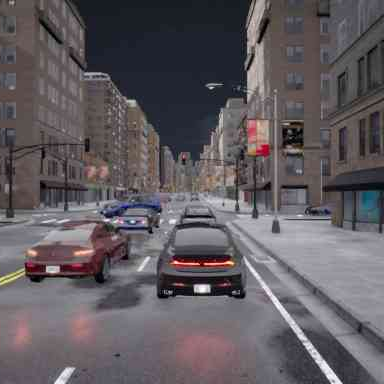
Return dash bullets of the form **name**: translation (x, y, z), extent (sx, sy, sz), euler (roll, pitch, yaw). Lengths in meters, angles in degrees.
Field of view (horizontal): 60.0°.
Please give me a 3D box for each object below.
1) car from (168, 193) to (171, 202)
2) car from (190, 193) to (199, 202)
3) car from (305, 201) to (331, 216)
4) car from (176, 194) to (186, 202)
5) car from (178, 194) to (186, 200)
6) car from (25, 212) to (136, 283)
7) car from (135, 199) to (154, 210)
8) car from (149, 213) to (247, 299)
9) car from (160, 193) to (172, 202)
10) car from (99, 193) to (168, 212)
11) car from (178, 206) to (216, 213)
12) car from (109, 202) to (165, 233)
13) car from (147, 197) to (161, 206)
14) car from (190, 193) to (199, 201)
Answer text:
- **car**: translation (-5.998, 1.183, 64.765), extent (2.150, 2.045, 5.566), euler (0, 0, 1)
- **car**: translation (0.637, 1.473, 75.392), extent (1.812, 1.442, 4.674), euler (0, 0, 0)
- **car**: translation (14.124, 1.634, 33.127), extent (5.357, 1.411, 2.033), euler (0, -1, -3)
- **car**: translation (-2.622, 1.493, 75.655), extent (1.994, 1.385, 4.181), euler (0, 0, 0)
- **car**: translation (-2.545, 1.245, 85.658), extent (1.882, 1.535, 5.008), euler (0, 0, 0)
- **car**: translation (-3.026, 1.527, 9.595), extent (1.812, 1.442, 4.674), euler (0, 0, 1)
- **car**: translation (-6.212, 1.582, 44.093), extent (1.895, 1.301, 4.718), euler (0, 0, 0)
- **car**: translation (0.205, 1.506, 8.459), extent (1.837, 1.490, 4.892), euler (0, 0, 0)
- **car**: translation (-5.874, 1.170, 75.458), extent (2.150, 2.045, 5.566), euler (0, 0, 0)
- **car**: translation (-5.003, 1.213, 27.866), extent (2.150, 2.045, 5.566), euler (-1, -1, 41)
- **car**: translation (0.291, 1.490, 17.855), extent (2.128, 1.511, 4.902), euler (0, 0, -1)
- **car**: translation (-2.959, 1.546, 19.162), extent (2.033, 1.411, 5.357), euler (0, 0, 0)
- **car**: translation (-6.126, 1.498, 54.104), extent (1.812, 1.442, 4.674), euler (0, 0, 1)
- **car**: translation (0.706, 1.160, 85.660), extent (2.150, 2.045, 5.566), euler (0, 0, 0)
